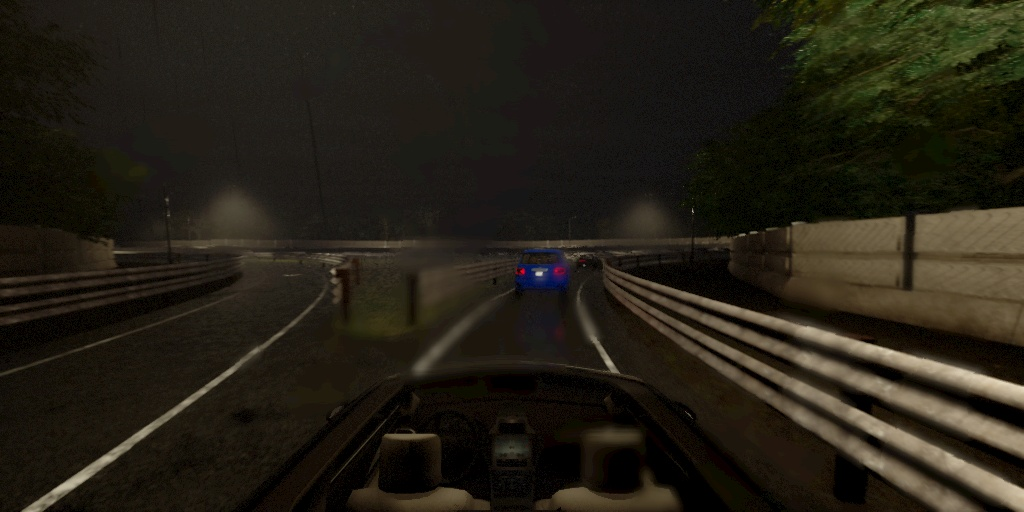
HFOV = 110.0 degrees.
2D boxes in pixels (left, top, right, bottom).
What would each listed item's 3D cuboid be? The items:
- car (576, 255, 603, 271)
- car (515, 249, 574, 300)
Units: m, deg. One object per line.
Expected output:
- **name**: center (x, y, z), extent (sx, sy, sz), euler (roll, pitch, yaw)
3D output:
- **car**: center (7.694, 0.605, 35.309), extent (2.128, 1.511, 4.902), euler (2, 2, 25)
- **car**: center (1.540, 0.723, 16.210), extent (2.150, 2.045, 5.566), euler (0, 1, 11)
